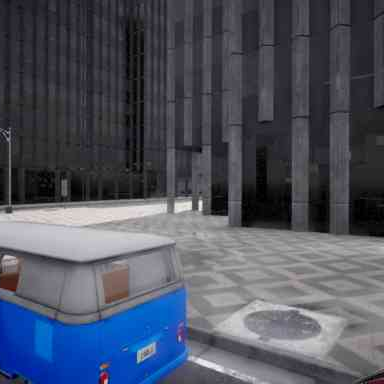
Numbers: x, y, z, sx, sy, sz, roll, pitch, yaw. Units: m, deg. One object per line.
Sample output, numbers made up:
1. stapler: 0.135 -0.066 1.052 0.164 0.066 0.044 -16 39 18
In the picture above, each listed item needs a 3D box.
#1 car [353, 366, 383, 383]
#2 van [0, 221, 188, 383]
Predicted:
1. car: 2.548 1.440 1.149 4.097 1.590 1.967 0 0 35
2. van: -1.953 1.341 4.353 3.998 1.788 1.690 0 0 35
